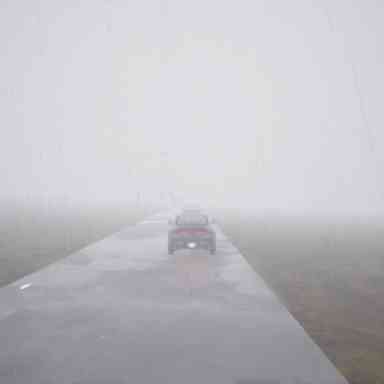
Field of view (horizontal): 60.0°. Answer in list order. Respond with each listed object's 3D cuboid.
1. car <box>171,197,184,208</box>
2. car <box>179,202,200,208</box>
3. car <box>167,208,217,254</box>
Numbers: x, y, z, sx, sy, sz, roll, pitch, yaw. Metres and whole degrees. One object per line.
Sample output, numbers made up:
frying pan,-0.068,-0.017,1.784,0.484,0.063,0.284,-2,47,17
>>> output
car,-2.751,1.978,64.735,2.150,2.045,5.566,0,-1,0
car,0.005,1.863,29.416,1.812,1.442,4.674,0,-1,0
car,0.004,1.661,14.312,1.837,1.490,4.892,0,0,0
